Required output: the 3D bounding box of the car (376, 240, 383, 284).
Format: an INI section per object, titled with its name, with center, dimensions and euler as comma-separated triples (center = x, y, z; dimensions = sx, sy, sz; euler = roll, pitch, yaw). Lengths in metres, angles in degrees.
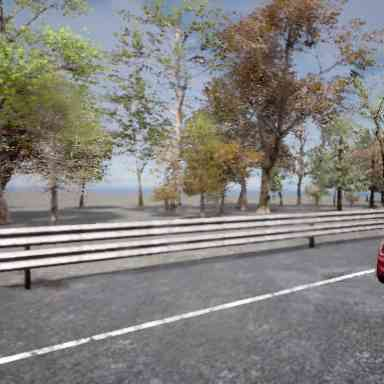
[car]
center = 6.547, 1.338, 8.071
dimensions = 4.553, 1.767, 2.097
euler = 0, 0, -33
